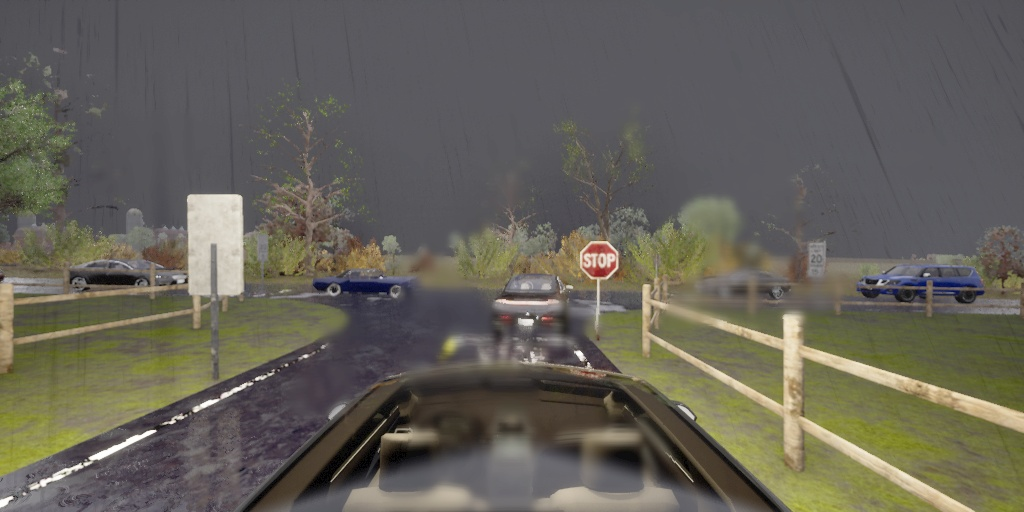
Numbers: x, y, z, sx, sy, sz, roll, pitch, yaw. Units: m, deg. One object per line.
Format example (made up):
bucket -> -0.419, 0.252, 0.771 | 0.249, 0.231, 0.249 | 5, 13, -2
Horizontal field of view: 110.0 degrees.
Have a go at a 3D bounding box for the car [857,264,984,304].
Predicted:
car -> 22.913, 1.497, 20.222 | 5.566, 2.045, 2.150 | 1, 1, 0

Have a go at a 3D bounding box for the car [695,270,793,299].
car -> 13.017, 1.556, 20.241 | 4.902, 1.511, 2.128 | 1, 1, 0

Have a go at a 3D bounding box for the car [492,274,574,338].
car -> 0.713, 1.254, 10.292 | 2.128, 1.511, 4.902 | 0, 0, 9

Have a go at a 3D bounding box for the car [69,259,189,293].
car -> -18.479, 0.911, 17.355 | 4.902, 1.511, 2.128 | 1, 1, 0

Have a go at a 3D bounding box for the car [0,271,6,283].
car -> -27.782, 0.743, 17.369 | 4.674, 1.442, 1.812 | 1, 1, 0

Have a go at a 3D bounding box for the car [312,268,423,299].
car -> -6.811, 1.274, 17.329 | 4.718, 1.301, 1.895 | 1, 1, 0
